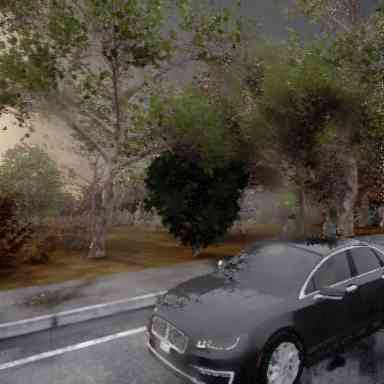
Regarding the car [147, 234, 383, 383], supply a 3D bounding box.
[{"bbox_3d":[1.669,1.497,5.182,4.892,1.490,1.837,0,0,-35],"label":"car"}]
